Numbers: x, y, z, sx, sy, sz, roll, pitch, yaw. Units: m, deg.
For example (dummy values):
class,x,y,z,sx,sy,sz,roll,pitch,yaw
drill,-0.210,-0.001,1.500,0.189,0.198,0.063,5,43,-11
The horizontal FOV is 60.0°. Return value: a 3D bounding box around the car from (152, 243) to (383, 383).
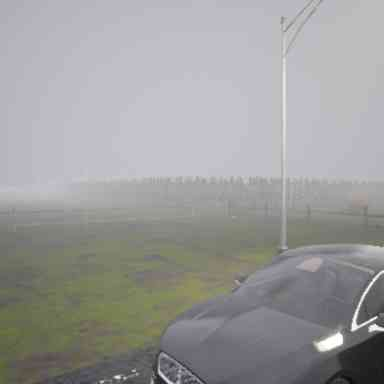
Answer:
class,x,y,z,sx,sy,sz,roll,pitch,yaw
car,1.838,1.506,4.259,4.892,1.490,1.837,0,0,-35
